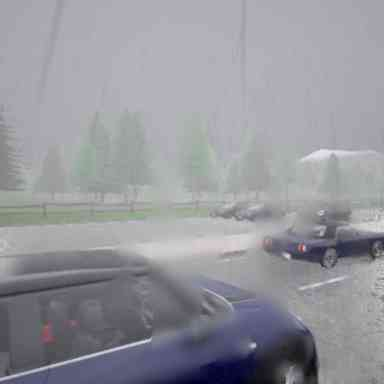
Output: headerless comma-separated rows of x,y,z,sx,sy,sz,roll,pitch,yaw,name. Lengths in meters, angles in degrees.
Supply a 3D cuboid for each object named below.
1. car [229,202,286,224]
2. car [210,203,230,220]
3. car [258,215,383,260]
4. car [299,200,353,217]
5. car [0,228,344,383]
5.502,1.647,26.321,4.674,1.442,1.812,0,0,-36,car
3.719,1.649,29.349,4.674,1.442,1.812,0,0,-36,car
4.686,1.664,11.383,4.718,1.301,1.895,0,0,-35,car
10.254,1.493,25.426,4.553,1.767,2.097,0,0,-36,car
-0.841,1.358,3.139,4.553,1.767,2.097,0,0,-36,car
